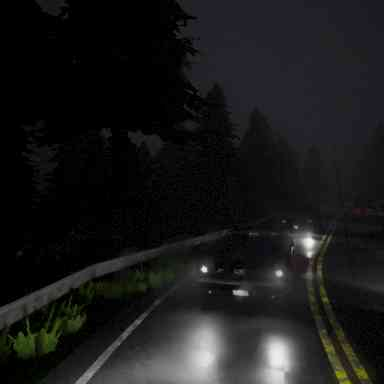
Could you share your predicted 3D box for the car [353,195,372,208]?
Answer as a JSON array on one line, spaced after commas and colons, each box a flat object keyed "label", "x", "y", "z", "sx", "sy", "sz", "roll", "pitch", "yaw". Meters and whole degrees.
[{"label": "car", "x": 20.657, "y": 1.058, "z": 40.223, "sx": 2.128, "sy": 1.511, "sz": 4.902, "roll": -2, "pitch": 0, "yaw": 28}]

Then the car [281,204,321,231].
[{"label": "car", "x": 6.685, "y": 1.460, "z": 20.053, "sx": 2.033, "sy": 1.411, "sz": 5.357, "roll": -2, "pitch": 0, "yaw": 26}]

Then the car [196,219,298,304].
[{"label": "car", "x": 1.595, "y": 1.598, "z": 8.415, "sx": 1.895, "sy": 1.301, "sz": 4.718, "roll": -1, "pitch": 0, "yaw": 18}]
